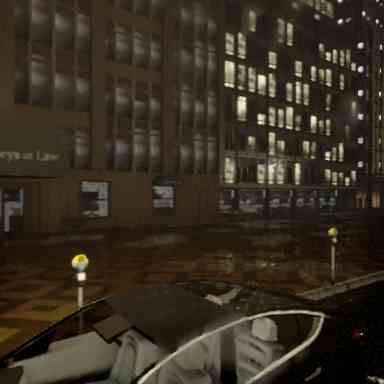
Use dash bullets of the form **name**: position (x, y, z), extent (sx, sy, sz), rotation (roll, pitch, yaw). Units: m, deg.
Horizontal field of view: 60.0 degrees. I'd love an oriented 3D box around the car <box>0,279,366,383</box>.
- **car**: position (-0.325, 1.550, 2.655), extent (4.313, 1.339, 1.947), rotation (0, 0, -35)
